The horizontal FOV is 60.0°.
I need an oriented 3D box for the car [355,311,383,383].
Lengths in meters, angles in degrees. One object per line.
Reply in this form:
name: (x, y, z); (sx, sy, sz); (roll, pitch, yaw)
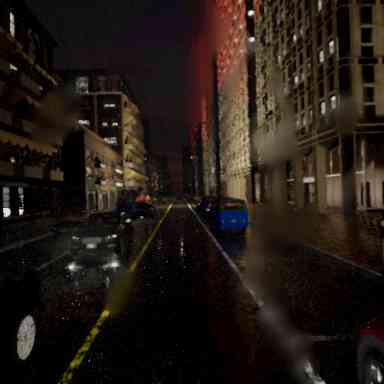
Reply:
car: (2.704, 1.343, 1.894); (1.967, 1.590, 4.097); (-2, 0, -2)

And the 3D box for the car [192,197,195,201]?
car: (1.390, 1.461, 35.761); (1.947, 1.339, 4.313); (-2, 0, -2)

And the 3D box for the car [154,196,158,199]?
car: (-8.076, 1.754, 63.657); (1.947, 1.339, 4.313); (-2, 0, -2)

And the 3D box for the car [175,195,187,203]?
car: (-2.745, 1.512, 72.873); (2.128, 1.511, 4.902); (-2, 0, -2)

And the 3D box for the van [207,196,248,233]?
van: (2.042, 1.238, 18.827); (1.690, 1.788, 3.998); (-2, 0, -2)

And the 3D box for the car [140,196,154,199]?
car: (-7.646, 1.501, 52.368); (2.192, 1.841, 5.009); (-2, 0, -2)

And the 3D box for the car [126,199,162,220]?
car: (-4.117, 1.641, 29.210); (2.033, 1.411, 5.357); (-2, 0, -2)

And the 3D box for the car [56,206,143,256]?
car: (-3.549, 1.590, 13.847); (2.128, 1.511, 4.902); (-2, 0, -2)

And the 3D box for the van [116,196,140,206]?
van: (-6.986, 1.525, 35.435); (1.690, 1.788, 3.998); (-2, 0, -2)

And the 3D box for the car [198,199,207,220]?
car: (1.829, 1.446, 24.472); (2.008, 1.369, 4.403); (-2, 0, -2)

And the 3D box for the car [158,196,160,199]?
car: (-8.295, 1.741, 69.301); (2.008, 1.369, 4.403); (-2, 0, -2)

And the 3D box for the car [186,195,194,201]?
car: (-0.584, 1.478, 86.559); (1.947, 1.339, 4.313); (-2, 0, -2)

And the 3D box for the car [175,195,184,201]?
car: (-3.154, 1.388, 83.285); (1.994, 1.385, 4.181); (-2, 0, -2)

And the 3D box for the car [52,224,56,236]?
car: (-6.320, 1.737, 18.503); (2.008, 1.369, 4.403); (-2, 0, -2)

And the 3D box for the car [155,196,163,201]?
car: (-9.174, 1.751, 91.879); (1.887, 1.381, 4.507); (-2, 0, -2)

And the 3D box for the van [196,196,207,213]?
van: (1.603, 1.236, 30.116); (1.690, 1.788, 3.998); (-2, 0, -2)

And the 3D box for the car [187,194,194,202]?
car: (-0.145, 1.486, 75.271); (1.802, 1.307, 4.206); (-2, 0, -2)

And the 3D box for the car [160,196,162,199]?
car: (-8.729, 1.722, 80.420); (1.752, 1.417, 4.829); (-2, 0, -2)

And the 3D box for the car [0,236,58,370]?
car: (-3.132, 1.580, 3.046); (1.882, 1.535, 5.008); (-2, 0, -2)
